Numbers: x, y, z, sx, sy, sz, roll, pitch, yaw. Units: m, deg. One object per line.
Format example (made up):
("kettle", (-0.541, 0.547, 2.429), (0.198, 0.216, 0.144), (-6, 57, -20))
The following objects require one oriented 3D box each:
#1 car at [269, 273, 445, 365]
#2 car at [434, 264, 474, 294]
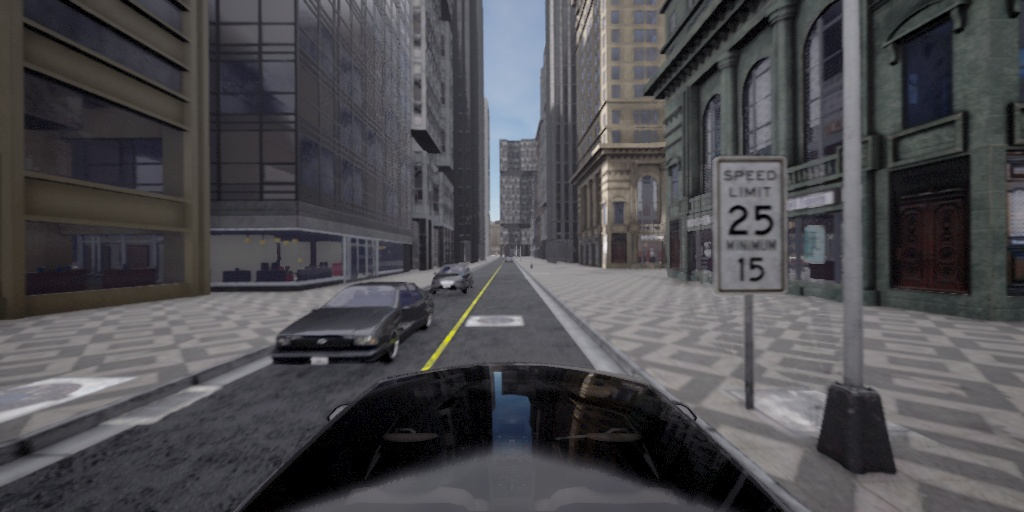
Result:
("car", (-3.150, 1.316, 8.491), (2.033, 1.411, 5.357), (0, 0, -1))
("car", (-3.239, 1.237, 20.283), (2.128, 1.511, 4.902), (0, 0, 0))
